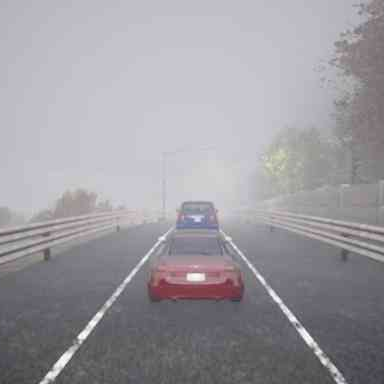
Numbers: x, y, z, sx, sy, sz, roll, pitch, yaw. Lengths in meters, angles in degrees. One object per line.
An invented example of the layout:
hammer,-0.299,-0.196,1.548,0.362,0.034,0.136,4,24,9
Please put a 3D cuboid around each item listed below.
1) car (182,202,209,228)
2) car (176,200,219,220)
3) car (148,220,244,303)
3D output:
car,0.332,1.917,28.953,2.150,2.045,5.566,0,-3,1
car,0.273,1.482,18.266,2.150,2.045,5.566,0,-2,0
car,0.083,1.607,8.304,1.994,1.385,4.181,0,-1,0
